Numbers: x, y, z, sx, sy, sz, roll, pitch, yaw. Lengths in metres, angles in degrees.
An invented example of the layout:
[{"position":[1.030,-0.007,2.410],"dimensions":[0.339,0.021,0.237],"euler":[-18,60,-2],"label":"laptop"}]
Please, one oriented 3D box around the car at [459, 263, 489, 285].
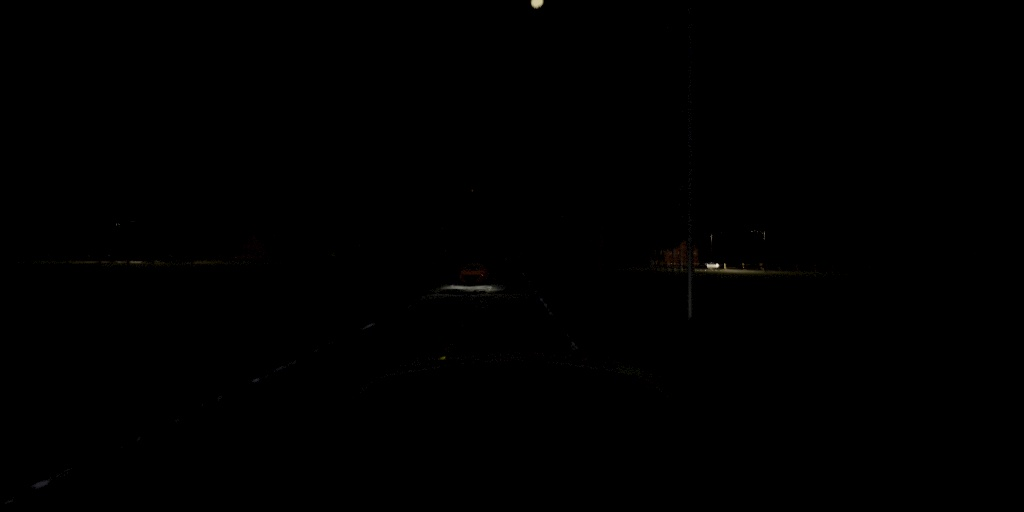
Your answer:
[{"position":[-2.851,1.307,27.422],"dimensions":[1.882,1.535,5.008],"euler":[0,0,0],"label":"car"}]
